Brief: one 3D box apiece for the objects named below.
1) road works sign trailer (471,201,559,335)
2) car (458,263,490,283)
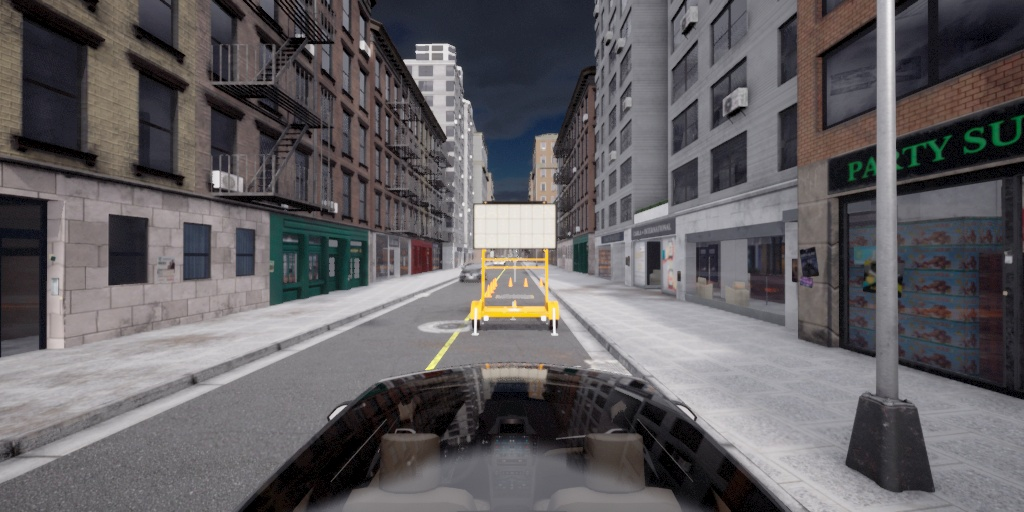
[{"bbox_3d":[0.085,0.214,10.442,2.380,3.560,2.880,0,0,1],"label":"road works sign trailer"},{"bbox_3d":[-2.884,1.270,27.815,1.812,1.442,4.674,0,0,0],"label":"car"}]
